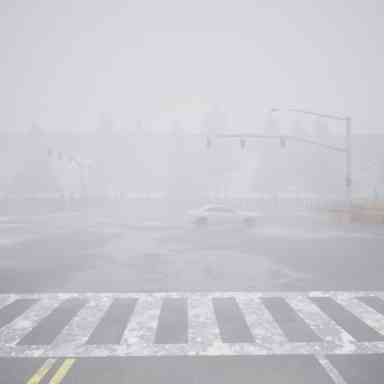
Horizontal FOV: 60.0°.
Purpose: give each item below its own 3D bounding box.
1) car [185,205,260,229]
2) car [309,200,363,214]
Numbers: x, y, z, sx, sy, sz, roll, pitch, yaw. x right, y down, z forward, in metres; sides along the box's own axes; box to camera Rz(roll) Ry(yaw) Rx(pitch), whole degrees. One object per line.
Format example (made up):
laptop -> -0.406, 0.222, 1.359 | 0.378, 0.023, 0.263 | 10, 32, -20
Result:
car -> 1.897, 1.526, 20.859 | 4.674, 1.442, 1.812 | 0, 0, -2
car -> 15.416, 1.547, 35.488 | 5.357, 1.411, 2.033 | 0, 0, -2
